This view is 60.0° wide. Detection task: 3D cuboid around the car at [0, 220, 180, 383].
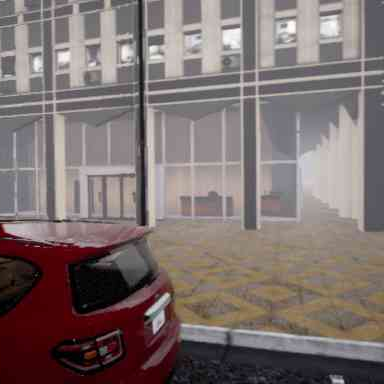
[{"bbox_3d":[-2.598,1.277,3.649,5.009,1.841,2.192,-1,2,16],"label":"car"}]
